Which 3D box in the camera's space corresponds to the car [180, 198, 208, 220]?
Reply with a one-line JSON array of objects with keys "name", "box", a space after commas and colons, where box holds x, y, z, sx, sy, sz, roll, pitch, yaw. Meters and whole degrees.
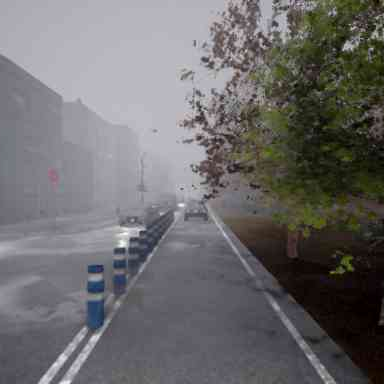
[{"name": "car", "box": [0.337, 1.506, 27.665, 2.033, 1.411, 5.357, 0, 0, 1]}]

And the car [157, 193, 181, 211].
[{"name": "car", "box": [-2.879, 1.122, 39.502, 2.150, 2.045, 5.566, 0, 1, 1]}]

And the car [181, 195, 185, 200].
[{"name": "car", "box": [-2.297, 1.294, 61.416, 2.128, 1.511, 4.902, 0, 0, 1]}]

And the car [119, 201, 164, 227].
[{"name": "car", "box": [-3.487, 1.538, 22.491, 1.994, 1.385, 4.181, 0, 0, 6]}]

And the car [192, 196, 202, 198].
[{"name": "car", "box": [0.727, 1.355, 46.583, 1.882, 1.535, 5.008, 0, 0, 1]}]
